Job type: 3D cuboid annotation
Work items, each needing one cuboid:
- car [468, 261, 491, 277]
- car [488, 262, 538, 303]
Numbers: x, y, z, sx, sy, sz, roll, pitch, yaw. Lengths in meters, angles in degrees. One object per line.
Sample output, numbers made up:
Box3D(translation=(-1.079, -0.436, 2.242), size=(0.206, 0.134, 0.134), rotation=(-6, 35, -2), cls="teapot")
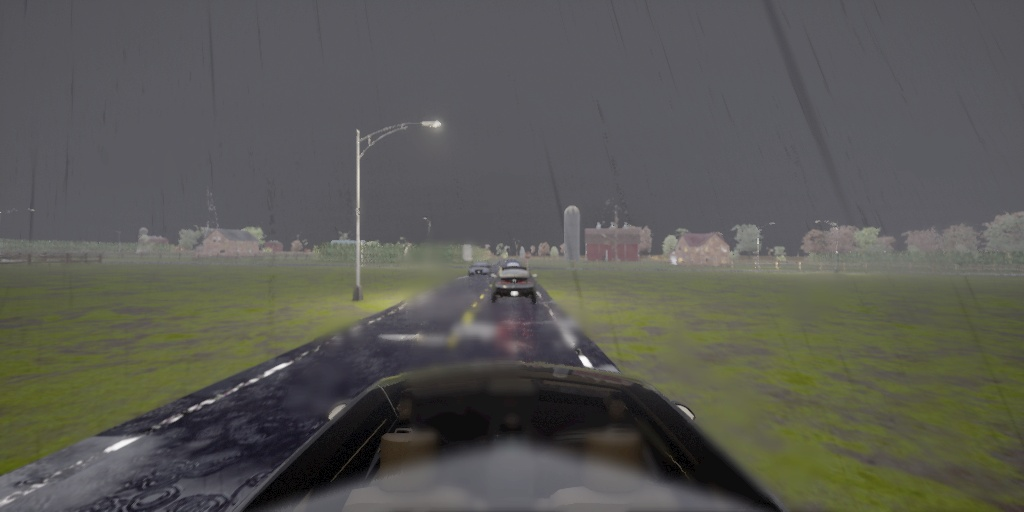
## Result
Box3D(translation=(-2.841, 1.186, 32.802), size=(1.994, 1.385, 4.181), rotation=(0, 0, 0), cls="car")
Box3D(translation=(0.095, 1.192, 16.197), size=(1.837, 1.490, 4.892), rotation=(0, 0, 0), cls="car")
